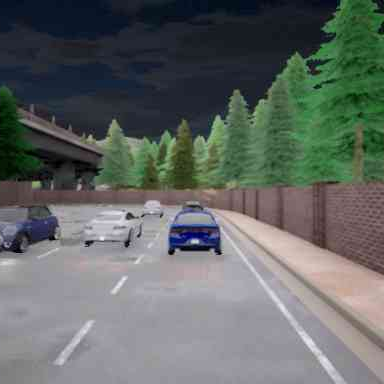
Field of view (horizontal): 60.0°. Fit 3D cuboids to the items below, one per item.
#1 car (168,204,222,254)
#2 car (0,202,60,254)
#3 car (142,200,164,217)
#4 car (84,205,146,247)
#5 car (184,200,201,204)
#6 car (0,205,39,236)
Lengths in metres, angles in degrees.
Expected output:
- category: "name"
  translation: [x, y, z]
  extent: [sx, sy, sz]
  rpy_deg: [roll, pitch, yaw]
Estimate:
- category: "car"
  translation: [0.102, 1.464, 13.385]
  extent: [1.882, 1.535, 5.008]
  rpy_deg: [0, 0, 0]
- category: "car"
  translation: [-7.100, 1.339, 13.400]
  extent: [2.097, 1.767, 4.553]
  rpy_deg: [0, 0, 0]
- category: "car"
  translation: [-3.610, 1.495, 30.535]
  extent: [1.812, 1.442, 4.674]
  rpy_deg: [0, 0, -5]
- category: "car"
  translation: [-3.411, 1.511, 14.909]
  extent: [1.812, 1.442, 4.674]
  rpy_deg: [0, 0, 0]
- category: "car"
  translation: [0.003, 1.475, 29.565]
  extent: [1.837, 1.490, 4.892]
  rpy_deg: [0, 0, -2]
- category: "car"
  translation: [-10.616, 1.545, 18.877]
  extent: [1.994, 1.385, 4.181]
  rpy_deg: [0, 0, 0]
